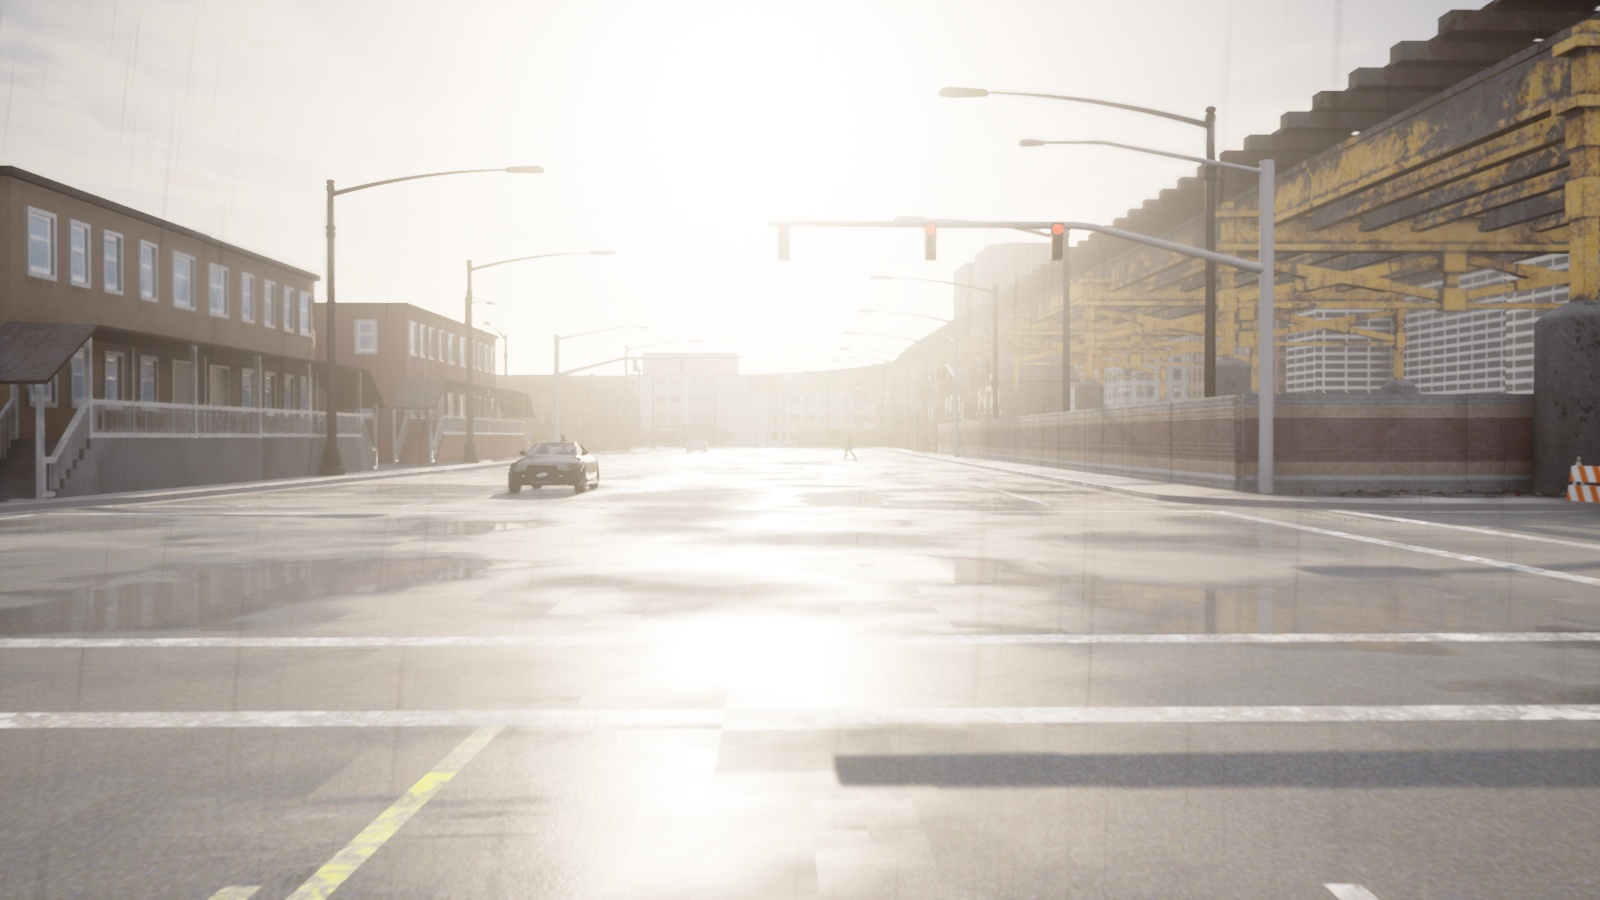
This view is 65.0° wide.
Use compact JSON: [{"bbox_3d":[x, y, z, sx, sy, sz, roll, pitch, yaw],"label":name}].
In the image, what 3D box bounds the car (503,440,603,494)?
[{"bbox_3d":[-6.789,0.432,34.928,1.994,1.385,4.181,0,1,0],"label":"car"}]
